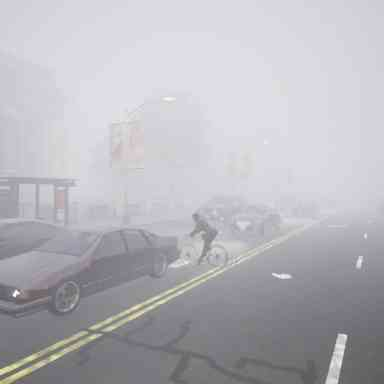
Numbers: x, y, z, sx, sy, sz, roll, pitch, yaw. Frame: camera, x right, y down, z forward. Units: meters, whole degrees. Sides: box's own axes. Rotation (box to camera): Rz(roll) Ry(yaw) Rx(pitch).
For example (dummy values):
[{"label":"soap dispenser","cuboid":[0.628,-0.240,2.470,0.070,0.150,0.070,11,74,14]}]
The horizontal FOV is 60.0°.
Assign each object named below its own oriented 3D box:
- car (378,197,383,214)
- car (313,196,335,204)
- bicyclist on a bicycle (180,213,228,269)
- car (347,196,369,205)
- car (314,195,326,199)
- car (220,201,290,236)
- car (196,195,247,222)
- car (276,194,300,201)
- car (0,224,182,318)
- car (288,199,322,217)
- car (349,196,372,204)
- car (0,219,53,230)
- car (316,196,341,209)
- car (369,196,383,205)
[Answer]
[{"label":"car","cuboid":[20.587,1.525,34.430,1.812,1.442,4.674,0,0,29]},{"label":"car","cuboid":[25.302,1.520,63.559,4.674,1.452,2.002,0,0,-41]},{"label":"bicyclist on a bicycle","cuboid":[0.294,1.455,9.952,1.656,1.620,0.582,-2,-1,29]},{"label":"car","cuboid":[29.860,1.600,58.807,4.718,1.301,1.895,0,0,-40]},{"label":"car","cuboid":[21.452,1.351,55.197,2.097,1.767,4.553,0,0,41]},{"label":"car","cuboid":[3.707,1.489,18.704,2.128,1.511,4.902,0,0,29]},{"label":"car","cuboid":[2.312,1.218,23.418,2.150,2.045,5.566,0,0,29]},{"label":"car","cuboid":[11.734,1.221,40.404,2.150,2.045,5.566,0,0,29]},{"label":"car","cuboid":[-2.243,1.547,7.942,2.033,1.411,5.357,0,0,29]},{"label":"car","cuboid":[10.615,1.600,31.196,1.895,1.301,4.718,0,0,29]},{"label":"car","cuboid":[33.381,1.499,65.737,4.892,1.490,1.837,0,0,-34]},{"label":"car","cuboid":[-5.410,1.526,9.448,1.812,1.442,4.674,0,0,29]},{"label":"car","cuboid":[18.732,1.600,45.525,1.895,1.301,4.718,0,0,31]},{"label":"car","cuboid":[32.202,1.491,55.877,4.902,1.511,2.128,0,0,-41]}]
